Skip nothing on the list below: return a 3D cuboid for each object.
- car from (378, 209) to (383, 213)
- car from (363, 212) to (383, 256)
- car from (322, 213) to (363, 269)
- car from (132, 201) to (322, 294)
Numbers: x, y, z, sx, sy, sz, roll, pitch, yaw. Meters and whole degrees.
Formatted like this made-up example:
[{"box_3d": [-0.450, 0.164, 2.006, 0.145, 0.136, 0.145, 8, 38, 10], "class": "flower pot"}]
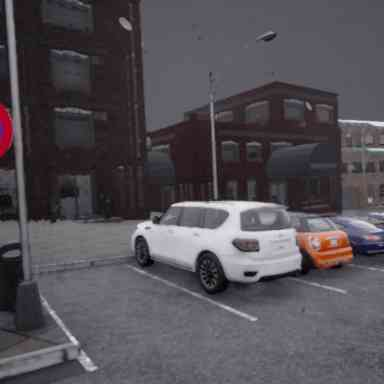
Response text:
[{"box_3d": [7.537, 1.606, 14.378, 2.002, 1.452, 4.674, 0, 0, -35], "class": "car"}, {"box_3d": [5.044, 1.588, 12.599, 2.002, 1.452, 4.674, 0, 0, -36], "class": "car"}, {"box_3d": [2.669, 1.404, 10.870, 2.185, 1.767, 4.553, 0, 0, -36], "class": "car"}, {"box_3d": [0.345, 1.262, 9.285, 2.435, 2.045, 5.566, 0, 0, -36], "class": "car"}]
